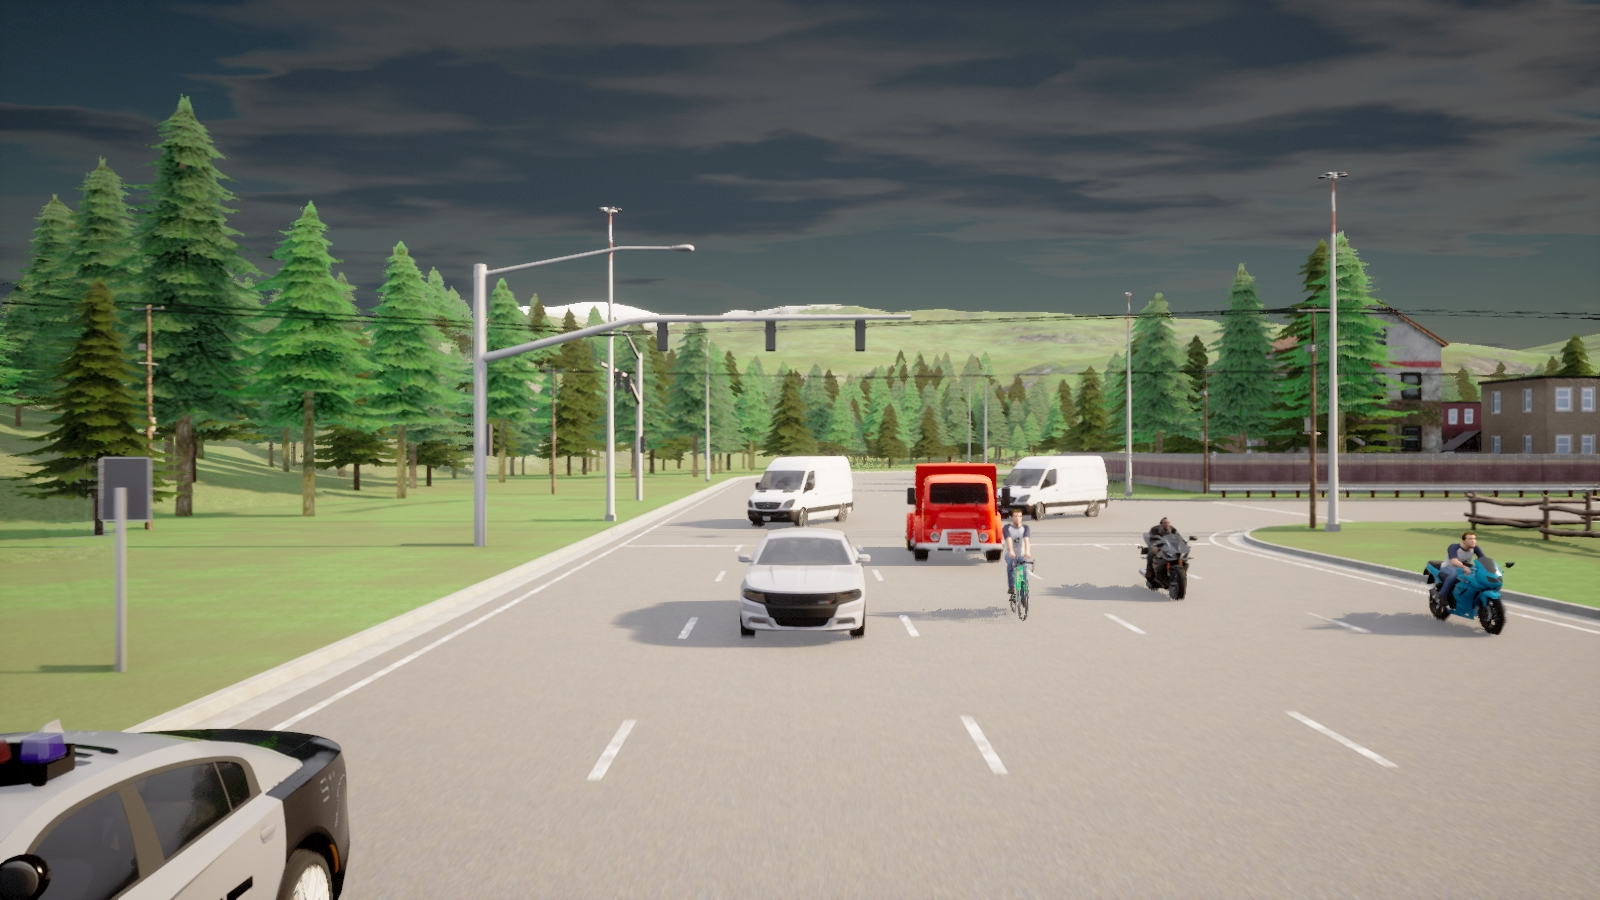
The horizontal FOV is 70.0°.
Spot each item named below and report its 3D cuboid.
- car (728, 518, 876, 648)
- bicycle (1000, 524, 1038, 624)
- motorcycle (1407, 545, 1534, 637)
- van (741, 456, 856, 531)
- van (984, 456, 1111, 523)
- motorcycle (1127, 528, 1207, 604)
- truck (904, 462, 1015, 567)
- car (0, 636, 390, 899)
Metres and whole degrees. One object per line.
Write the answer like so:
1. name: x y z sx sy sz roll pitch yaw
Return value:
1. car: 0.079 2.034 18.650 2.097 1.535 5.006 0 0 1
2. bicycle: 3.670 2.056 19.226 0.373 1.496 1.643 0 0 1
3. motorcycle: 10.510 2.186 18.005 0.803 1.199 2.033 0 0 0
4. van: 0.061 1.534 42.882 1.988 2.561 5.915 -1 0 25
5. van: 10.214 1.534 46.846 5.915 2.561 1.988 0 -1 -42
6. motorcycle: 7.057 2.205 22.102 0.867 1.251 2.209 0 0 1
7. truck: 4.056 1.570 30.002 2.627 2.467 5.204 0 0 5
8. car: -3.608 1.982 4.505 2.097 1.638 5.238 0 0 0
